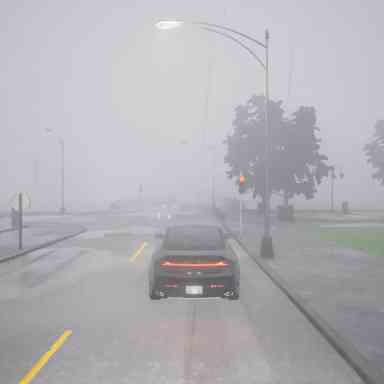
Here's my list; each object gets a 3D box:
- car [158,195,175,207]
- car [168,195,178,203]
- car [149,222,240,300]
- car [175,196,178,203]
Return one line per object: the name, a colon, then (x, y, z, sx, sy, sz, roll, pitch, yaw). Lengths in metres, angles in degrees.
car: (-4.109, 1.505, 50.805, 1.837, 1.490, 4.892, 0, 0, 0)
car: (-4.020, 1.500, 70.413, 1.837, 1.490, 4.892, 0, 0, 0)
car: (0.058, 1.505, 8.372, 1.837, 1.490, 4.892, 0, 0, 0)
car: (-4.087, 1.601, 60.199, 1.895, 1.301, 4.718, 0, 0, 0)
